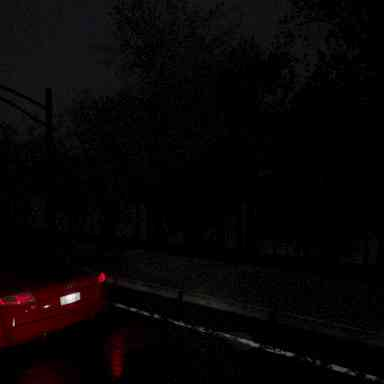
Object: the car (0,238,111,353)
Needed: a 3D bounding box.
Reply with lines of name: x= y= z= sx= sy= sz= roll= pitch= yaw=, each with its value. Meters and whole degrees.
car: x=-3.453 y=1.564 z=6.142 sx=4.181 sy=1.385 sz=1.994 roll=0 pitch=0 yaw=35
